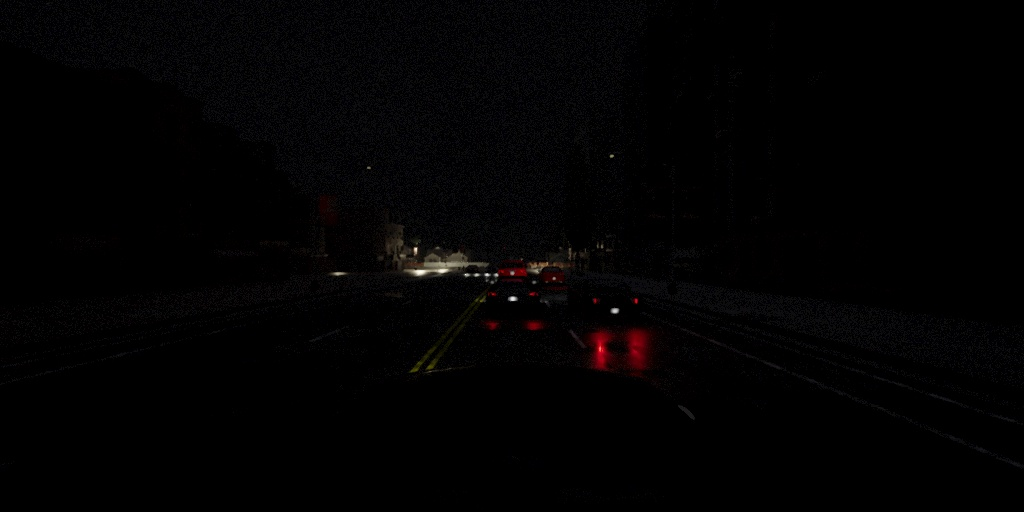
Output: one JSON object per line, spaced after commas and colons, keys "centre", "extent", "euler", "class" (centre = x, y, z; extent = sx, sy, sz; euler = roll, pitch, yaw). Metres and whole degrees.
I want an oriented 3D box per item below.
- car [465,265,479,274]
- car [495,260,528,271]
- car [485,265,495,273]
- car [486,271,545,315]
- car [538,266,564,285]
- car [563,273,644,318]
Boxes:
{"centre": [-6.543, 2.165, 59.350], "extent": [1.882, 1.535, 5.008], "euler": [0, -1, 1], "class": "car"}
{"centre": [0.040, 1.332, 28.100], "extent": [2.150, 2.045, 5.566], "euler": [0, -1, 0], "class": "car"}
{"centre": [-3.294, 2.192, 59.367], "extent": [1.837, 1.490, 4.892], "euler": [0, -1, 1], "class": "car"}
{"centre": [0.049, 1.455, 14.238], "extent": [1.994, 1.385, 4.181], "euler": [0, -1, 1], "class": "car"}
{"centre": [3.311, 1.626, 30.446], "extent": [1.882, 1.535, 5.008], "euler": [0, -1, 0], "class": "car"}
{"centre": [3.292, 1.483, 13.619], "extent": [1.895, 1.301, 4.718], "euler": [0, -1, 1], "class": "car"}
